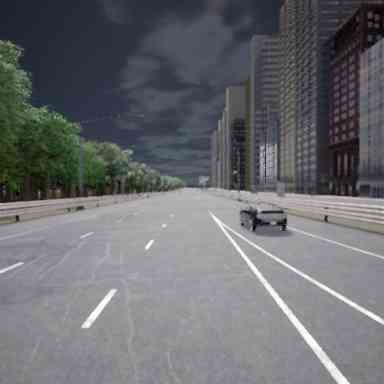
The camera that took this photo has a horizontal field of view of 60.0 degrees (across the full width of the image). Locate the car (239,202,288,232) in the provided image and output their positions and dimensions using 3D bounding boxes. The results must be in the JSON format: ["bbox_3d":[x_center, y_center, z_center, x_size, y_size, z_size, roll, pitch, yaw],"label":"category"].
[{"bbox_3d":[3.932,1.334,19.022,2.128,1.511,4.902,0,0,-3],"label":"car"}]
